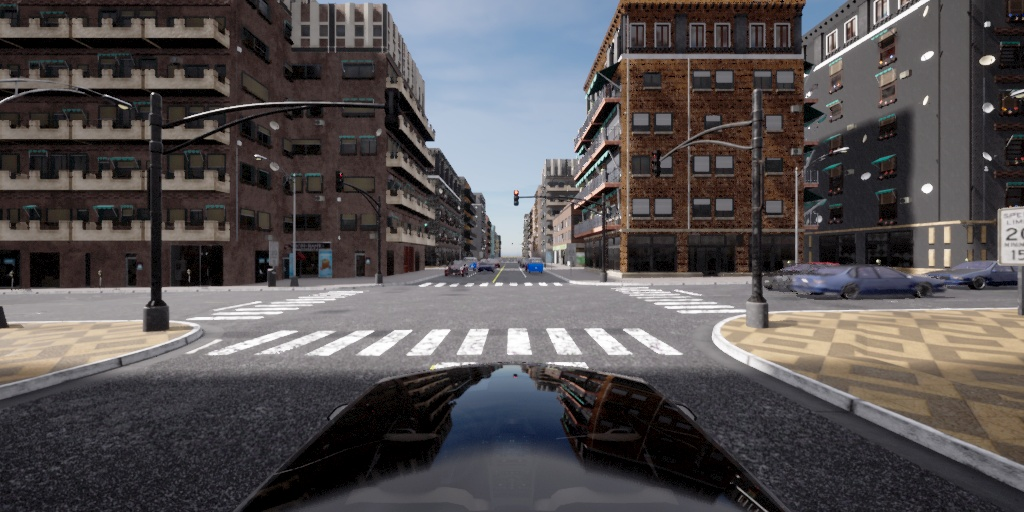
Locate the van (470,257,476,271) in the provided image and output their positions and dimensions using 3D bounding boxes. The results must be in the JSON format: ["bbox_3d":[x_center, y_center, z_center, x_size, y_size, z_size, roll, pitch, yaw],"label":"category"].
[{"bbox_3d":[-5.504,1.074,47.021,1.690,1.789,3.998,0,0,0],"label":"van"}]

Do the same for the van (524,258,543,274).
[{"bbox_3d":[2.614,1.077,40.834,1.690,1.789,3.998,0,0,0],"label":"van"}]

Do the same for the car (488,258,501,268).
[{"bbox_3d":[-2.936,1.206,59.613,1.882,1.535,5.008,0,0,0],"label":"car"}]

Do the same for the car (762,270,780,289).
[{"bbox_3d":[15.026,1.086,18.310,4.181,1.385,1.994,-1,0,0],"label":"car"}]

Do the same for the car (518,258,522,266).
[{"bbox_3d":[2.450,1.295,58.200,1.948,1.339,4.313,0,0,0],"label":"car"}]

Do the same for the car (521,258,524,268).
[{"bbox_3d":[2.565,1.279,47.038,1.888,1.381,4.507,0,0,0],"label":"car"}]

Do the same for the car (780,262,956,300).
[{"bbox_3d":[15.122,1.070,15.462,5.357,1.411,2.033,-1,0,0],"label":"car"}]

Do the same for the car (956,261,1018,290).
[{"bbox_3d":[24.394,0.941,18.335,5.357,1.411,2.033,-1,0,0],"label":"car"}]

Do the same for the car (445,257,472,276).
[{"bbox_3d":[-5.515,1.178,35.857,1.967,1.591,4.097,0,0,0],"label":"car"}]

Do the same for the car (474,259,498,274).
[{"bbox_3d":[-2.932,1.337,41.495,1.895,1.301,4.718,0,0,0],"label":"car"}]
